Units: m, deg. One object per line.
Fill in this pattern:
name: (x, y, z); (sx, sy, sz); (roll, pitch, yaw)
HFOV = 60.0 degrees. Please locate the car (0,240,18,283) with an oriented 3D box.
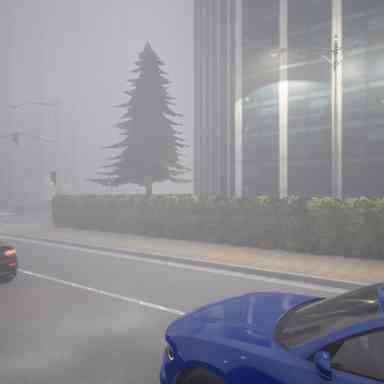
car: (-6.154, 1.526, 8.337); (4.674, 1.442, 1.812); (0, 0, 36)

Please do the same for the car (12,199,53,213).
car: (-17.175, 1.547, 37.424); (2.033, 1.411, 5.357); (0, 0, 36)

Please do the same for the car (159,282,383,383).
car: (1.974, 1.478, 2.585); (5.008, 1.535, 1.882); (0, 0, 36)
